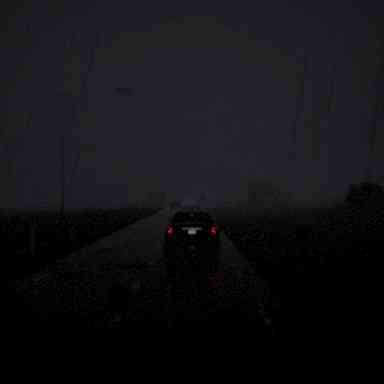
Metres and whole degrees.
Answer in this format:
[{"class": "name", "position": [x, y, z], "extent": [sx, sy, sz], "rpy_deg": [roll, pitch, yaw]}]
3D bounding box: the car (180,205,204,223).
[{"class": "car", "position": [-0.003, 1.854, 29.289], "extent": [1.994, 1.385, 4.181], "rpy_deg": [0, -1, 0]}]

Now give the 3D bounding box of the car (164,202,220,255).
[{"class": "car", "position": [0.000, 1.485, 14.073], "extent": [2.097, 1.767, 4.553], "rpy_deg": [0, -1, 0]}]

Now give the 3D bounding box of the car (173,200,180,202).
[{"class": "car", "position": [-2.773, 2.173, 58.427], "extent": [1.994, 1.385, 4.181], "rpy_deg": [0, -1, 0]}]
